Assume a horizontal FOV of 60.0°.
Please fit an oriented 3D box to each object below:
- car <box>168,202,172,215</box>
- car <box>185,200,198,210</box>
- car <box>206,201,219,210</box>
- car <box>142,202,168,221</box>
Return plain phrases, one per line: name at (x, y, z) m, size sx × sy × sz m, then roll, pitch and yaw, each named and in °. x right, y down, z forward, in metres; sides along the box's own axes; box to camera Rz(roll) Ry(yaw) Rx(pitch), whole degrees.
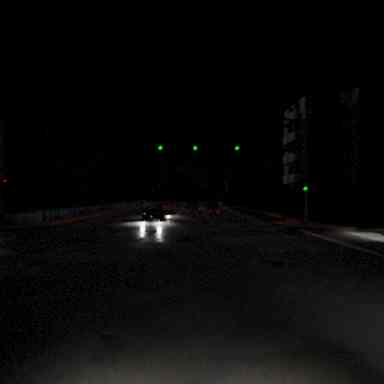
car at (-3.582, 2.022, 42.155) m, size 1.882 × 1.535 × 5.008 m, roll 0°, pitch -1°, yaw 0°
car at (-0.010, 2.072, 55.842) m, size 2.097 × 1.767 × 4.553 m, roll 0°, pitch -1°, yaw 0°
car at (3.490, 2.246, 55.884) m, size 1.812 × 1.442 × 4.674 m, roll 0°, pitch -1°, yaw 0°
car at (-3.589, 1.935, 31.681) m, size 1.812 × 1.442 × 4.674 m, roll 0°, pitch -1°, yaw 0°
